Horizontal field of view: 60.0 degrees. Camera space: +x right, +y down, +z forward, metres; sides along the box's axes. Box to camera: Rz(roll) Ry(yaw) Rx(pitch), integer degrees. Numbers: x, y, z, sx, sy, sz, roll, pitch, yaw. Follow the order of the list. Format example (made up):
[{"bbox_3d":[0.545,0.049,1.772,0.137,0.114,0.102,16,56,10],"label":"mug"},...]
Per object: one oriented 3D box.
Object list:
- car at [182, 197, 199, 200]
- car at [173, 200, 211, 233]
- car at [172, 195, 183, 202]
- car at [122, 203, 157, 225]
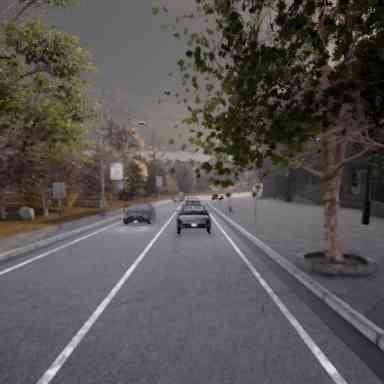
[{"bbox_3d":[0.107,1.431,39.800,1.837,1.490,4.892,0,0,0],"label":"car"},{"bbox_3d":[0.103,1.455,19.392,2.128,1.511,4.902,0,0,0],"label":"car"},{"bbox_3d":[-2.669,1.312,65.942,2.128,1.511,4.902,1,1,6],"label":"car"},{"bbox_3d":[-3.594,1.503,23.844,2.033,1.411,5.357,0,0,0],"label":"car"}]
